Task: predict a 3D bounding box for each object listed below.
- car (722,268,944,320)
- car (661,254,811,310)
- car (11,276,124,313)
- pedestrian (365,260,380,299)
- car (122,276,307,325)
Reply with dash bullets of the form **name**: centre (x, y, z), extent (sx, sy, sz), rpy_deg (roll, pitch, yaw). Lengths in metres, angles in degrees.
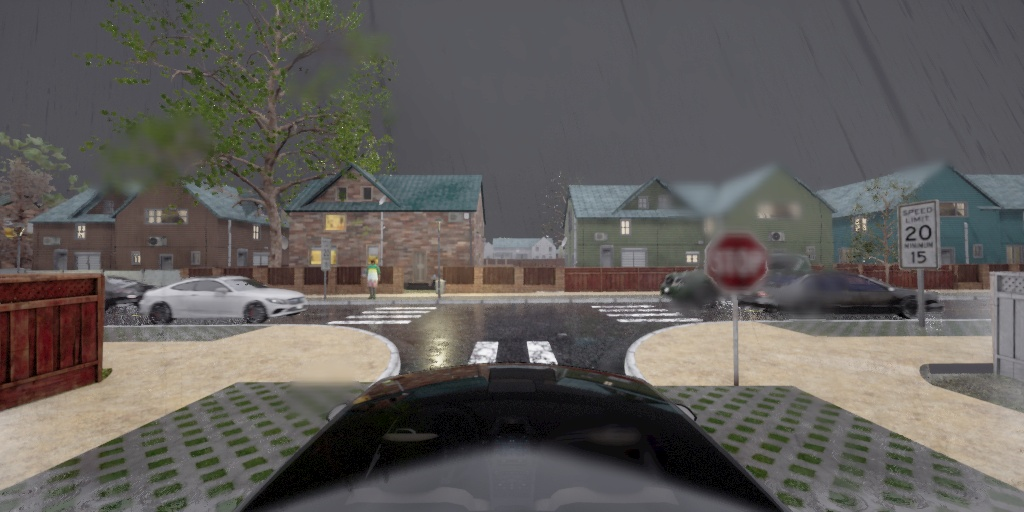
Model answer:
- **car**: centre (10.036, 1.217, 11.364), extent (5.357, 1.411, 2.033), rpy_deg (0, -1, 0)
- **car**: centre (8.962, 0.976, 14.336), extent (5.566, 2.045, 2.150), rpy_deg (0, -1, 1)
- **car**: centre (-17.141, 1.533, 14.584), extent (4.674, 1.442, 1.812), rpy_deg (-1, -1, 1)
- **pedestrian**: centre (-6.764, 1.114, 17.402), extent (0.375, 1.860, 0.375), rpy_deg (0, -1, 1)
- **car**: centre (-9.169, 1.373, 11.557), extent (4.674, 1.442, 1.812), rpy_deg (-1, -1, 1)
